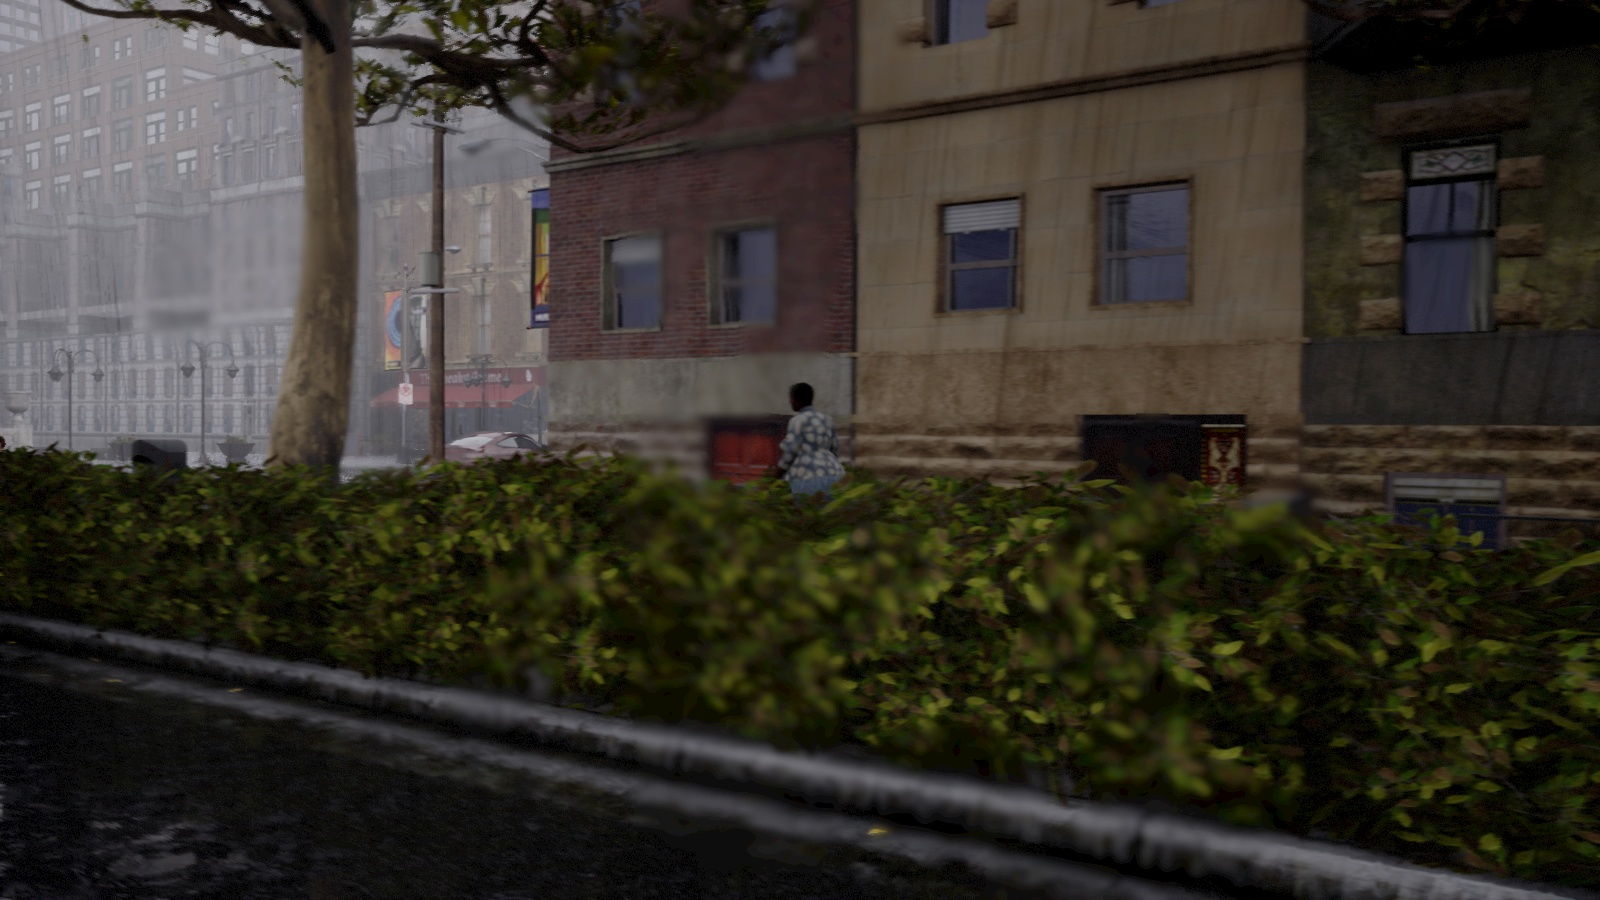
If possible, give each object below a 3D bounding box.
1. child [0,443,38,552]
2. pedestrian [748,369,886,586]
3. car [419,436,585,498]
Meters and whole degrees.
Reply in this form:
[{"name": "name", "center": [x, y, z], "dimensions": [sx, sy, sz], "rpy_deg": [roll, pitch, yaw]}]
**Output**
[{"name": "child", "center": [-9.320, 0.550, 14.867], "dimensions": [0.270, 1.263, 0.437], "rpy_deg": [0, 1, 41]}, {"name": "pedestrian", "center": [0.159, 0.232, 11.338], "dimensions": [0.900, 1.855, 0.874], "rpy_deg": [0, 1, 34]}, {"name": "car", "center": [-7.501, 0.387, 32.103], "dimensions": [1.812, 1.442, 4.674], "rpy_deg": [0, 1, 21]}]
